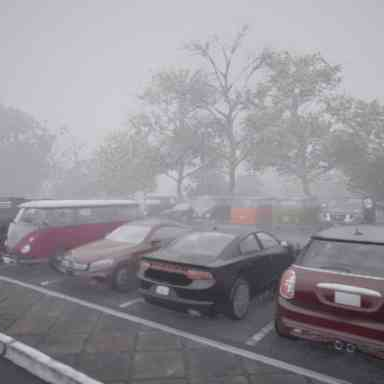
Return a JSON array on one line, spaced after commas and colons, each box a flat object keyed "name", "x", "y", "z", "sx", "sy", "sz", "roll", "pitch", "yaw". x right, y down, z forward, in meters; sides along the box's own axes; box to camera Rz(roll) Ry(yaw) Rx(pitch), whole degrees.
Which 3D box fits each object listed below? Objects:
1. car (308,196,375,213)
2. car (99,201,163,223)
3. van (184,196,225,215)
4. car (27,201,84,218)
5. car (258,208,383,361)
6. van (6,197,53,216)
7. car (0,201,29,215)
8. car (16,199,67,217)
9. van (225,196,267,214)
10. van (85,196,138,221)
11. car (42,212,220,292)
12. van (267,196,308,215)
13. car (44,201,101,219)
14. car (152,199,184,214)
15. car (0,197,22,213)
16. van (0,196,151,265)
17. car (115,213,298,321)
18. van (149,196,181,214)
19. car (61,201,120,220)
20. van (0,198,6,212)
[{"name": "car", "x": 8.551, "y": 1.232, "z": 18.160, "sx": 2.435, "sy": 2.045, "sz": 5.566, "roll": 0, "pitch": 0, "yaw": 36}, {"name": "car", "x": -4.936, "y": 1.569, "z": 27.623, "sx": 1.946, "sy": 1.575, "sz": 5.366, "roll": -1, "pitch": -1, "yaw": 36}, {"name": "van", "x": 1.735, "y": 1.244, "z": 22.931, "sx": 1.878, "sy": 1.987, "sz": 4.442, "roll": 0, "pitch": 0, "yaw": 36}, {"name": "car", "x": -13.944, "y": 1.734, "z": 34.292, "sx": 2.097, "sy": 1.535, "sz": 5.008, "roll": -1, "pitch": -1, "yaw": 36}, {"name": "car", "x": 3.187, "y": 1.364, "z": 5.911, "sx": 2.185, "sy": 1.767, "sz": 4.553, "roll": 0, "pitch": 0, "yaw": 36}, {"name": "van", "x": -18.278, "y": 1.586, "z": 37.545, "sx": 1.878, "sy": 1.987, "sz": 4.442, "roll": -1, "pitch": -1, "yaw": 36}, {"name": "car", "x": -22.954, "y": 1.891, "z": 40.521, "sx": 1.946, "sy": 1.575, "sz": 5.366, "roll": -1, "pitch": -1, "yaw": 36}, {"name": "car", "x": -16.111, "y": 1.647, "z": 35.811, "sx": 2.185, "sy": 1.767, "sz": 4.553, "roll": -1, "pitch": -1, "yaw": 36}, {"name": "van", "x": 4.232, "y": 1.248, "z": 21.430, "sx": 1.878, "sy": 1.987, "sz": 4.442, "roll": 0, "pitch": 0, "yaw": 36}, {"name": "van", "x": -7.016, "y": 1.386, "z": 29.483, "sx": 1.878, "sy": 1.987, "sz": 4.442, "roll": -1, "pitch": -1, "yaw": 36}, {"name": "car", "x": -1.309, "y": 1.520, "z": 9.170, "sx": 2.002, "sy": 1.452, "sz": 4.674, "roll": 0, "pitch": 0, "yaw": 36}, {"name": "van", "x": 6.383, "y": 1.253, "z": 19.891, "sx": 1.878, "sy": 1.987, "sz": 4.442, "roll": 0, "pitch": 0, "yaw": 36}, {"name": "car", "x": -11.589, "y": 1.692, "z": 32.607, "sx": 2.097, "sy": 1.535, "sz": 5.008, "roll": -1, "pitch": -1, "yaw": 36}, {"name": "car", "x": -0.323, "y": 1.492, "z": 24.554, "sx": 2.097, "sy": 1.535, "sz": 5.008, "roll": -1, "pitch": -1, "yaw": 36}, {"name": "car", "x": -25.084, "y": 1.689, "z": 42.308, "sx": 2.435, "sy": 2.045, "sz": 5.566, "roll": -1, "pitch": -1, "yaw": 36}, {"name": "van", "x": -3.635, "y": 1.250, "z": 10.689, "sx": 1.878, "sy": 1.987, "sz": 4.442, "roll": 0, "pitch": 0, "yaw": 36}, {"name": "car", "x": 0.944, "y": 1.485, "z": 7.548, "sx": 2.097, "sy": 1.535, "sz": 5.008, "roll": 0, "pitch": 0, "yaw": 36}, {"name": "van", "x": -2.649, "y": 1.306, "z": 26.069, "sx": 1.878, "sy": 1.987, "sz": 4.442, "roll": -1, "pitch": -1, "yaw": 36}, {"name": "car", "x": -9.337, "y": 1.653, "z": 30.993, "sx": 2.231, "sy": 1.521, "sz": 4.892, "roll": -1, "pitch": -1, "yaw": 36}, {"name": "van", "x": -27.383, "y": 1.773, "z": 44.064, "sx": 1.878, "sy": 1.987, "sz": 4.442, "roll": -1, "pitch": -1, "yaw": 36}]
